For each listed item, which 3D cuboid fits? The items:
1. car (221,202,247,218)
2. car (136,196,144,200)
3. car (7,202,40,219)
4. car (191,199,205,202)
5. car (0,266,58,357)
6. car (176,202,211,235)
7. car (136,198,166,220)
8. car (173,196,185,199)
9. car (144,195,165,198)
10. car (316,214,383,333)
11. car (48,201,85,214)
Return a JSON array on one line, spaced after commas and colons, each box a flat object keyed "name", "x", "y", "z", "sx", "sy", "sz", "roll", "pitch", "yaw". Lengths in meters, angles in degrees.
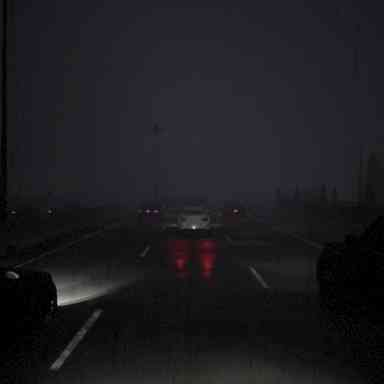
[{"name": "car", "x": 3.705, "y": 1.543, "z": 29.726, "sx": 1.994, "sy": 1.385, "sz": 4.181, "roll": 0, "pitch": 0, "yaw": 2}, {"name": "car", "x": -9.566, "y": 1.453, "z": 68.302, "sx": 1.882, "sy": 1.535, "sz": 5.008, "roll": 0, "pitch": 0, "yaw": 22}, {"name": "car", "x": -13.998, "y": 1.508, "z": 26.856, "sx": 1.812, "sy": 1.442, "sz": 4.674, "roll": 0, "pitch": 0, "yaw": 1}, {"name": "car", "x": 0.655, "y": 1.514, "z": 37.258, "sx": 2.033, "sy": 1.411, "sz": 5.357, "roll": 0, "pitch": 0, "yaw": 6}, {"name": "car", "x": -3.399, "y": 1.561, "z": 4.314, "sx": 1.994, "sy": 1.385, "sz": 4.181, "roll": 0, "pitch": 0, "yaw": 0}, {"name": "car", "x": 0.100, "y": 1.514, "z": 18.761, "sx": 1.812, "sy": 1.442, "sz": 4.674, "roll": 0, "pitch": 0, "yaw": 0}, {"name": "car", "x": -3.359, "y": 1.529, "z": 28.107, "sx": 2.033, "sy": 1.411, "sz": 5.357, "roll": 0, "pitch": 0, "yaw": 1}, {"name": "car", "x": -2.490, "y": 1.498, "z": 67.012, "sx": 1.994, "sy": 1.385, "sz": 4.181, "roll": 0, "pitch": 0, "yaw": 22}, {"name": "car", "x": -6.904, "y": 1.481, "z": 65.504, "sx": 2.128, "sy": 1.511, "sz": 4.902, "roll": 0, "pitch": 0, "yaw": 21}, {"name": "car", "x": 3.600, "y": 1.219, "z": 4.457, "sx": 2.150, "sy": 2.045, "sz": 5.566, "roll": 0, "pitch": 0, "yaw": 0}, {"name": "car", "x": -10.475, "y": 1.507, "z": 28.147, "sx": 1.812, "sy": 1.442, "sz": 4.674, "roll": 0, "pitch": 0, "yaw": 1}]
